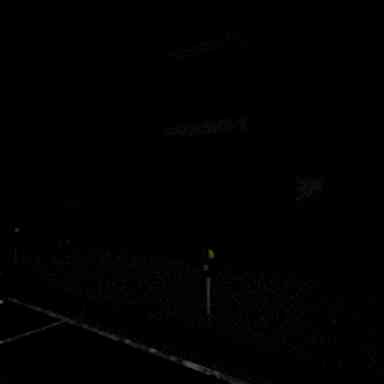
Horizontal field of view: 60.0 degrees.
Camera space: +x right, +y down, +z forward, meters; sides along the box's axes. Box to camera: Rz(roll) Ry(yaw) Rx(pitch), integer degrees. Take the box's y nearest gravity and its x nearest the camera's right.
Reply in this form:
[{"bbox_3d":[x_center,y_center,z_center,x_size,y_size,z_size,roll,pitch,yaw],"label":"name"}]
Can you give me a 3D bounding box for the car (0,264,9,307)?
[{"bbox_3d":[-5.312,1.593,6.592,4.403,1.369,2.008,0,0,35],"label":"car"}]
